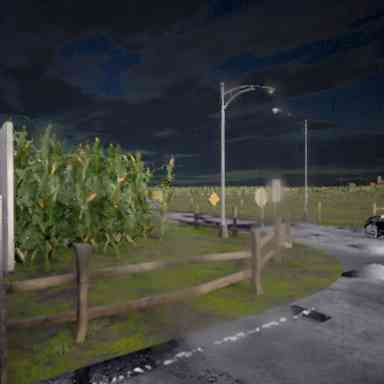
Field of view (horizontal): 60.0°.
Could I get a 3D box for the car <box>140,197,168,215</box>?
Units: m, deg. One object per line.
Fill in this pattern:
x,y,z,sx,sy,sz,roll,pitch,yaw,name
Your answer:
-4.046,1.211,30.136,2.097,1.767,4.553,-1,1,-36,car

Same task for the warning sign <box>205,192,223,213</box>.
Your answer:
2.046,0.940,30.725,1.300,1.860,1.060,-1,0,-36,warning sign

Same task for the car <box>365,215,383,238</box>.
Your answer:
9.354,1.405,14.035,2.128,1.511,4.902,0,0,-4,car
